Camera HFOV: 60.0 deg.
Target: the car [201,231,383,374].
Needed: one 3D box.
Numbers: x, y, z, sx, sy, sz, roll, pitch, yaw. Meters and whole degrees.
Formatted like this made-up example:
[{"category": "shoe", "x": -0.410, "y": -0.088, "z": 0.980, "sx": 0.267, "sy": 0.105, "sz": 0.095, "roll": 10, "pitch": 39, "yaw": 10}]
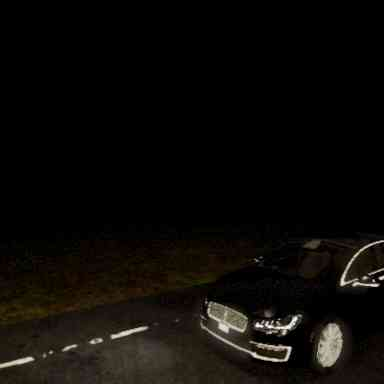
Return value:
[{"category": "car", "x": 2.382, "y": 1.489, "z": 5.692, "sx": 4.892, "sy": 1.490, "sz": 1.837, "roll": 0, "pitch": 0, "yaw": -36}]
